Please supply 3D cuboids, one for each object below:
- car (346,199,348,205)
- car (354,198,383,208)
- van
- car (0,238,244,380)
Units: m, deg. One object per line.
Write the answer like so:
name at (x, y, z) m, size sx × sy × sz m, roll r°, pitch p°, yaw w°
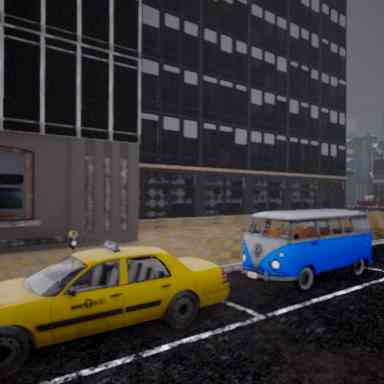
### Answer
car at (20.807, 1.266, 49.247) m, size 1.967 × 1.590 × 4.097 m, roll 1°, pitch 0°, yaw -36°
car at (24.089, 1.476, 44.776) m, size 1.802 × 1.307 × 4.206 m, roll 1°, pitch 0°, yaw -36°
van at (3.084, 1.364, 8.754) m, size 3.998 × 1.788 × 1.690 m, roll 0°, pitch 0°, yaw -35°
car at (-1.565, 1.531, 5.439) m, size 4.829 × 1.417 × 1.752 m, roll 0°, pitch 0°, yaw -35°
